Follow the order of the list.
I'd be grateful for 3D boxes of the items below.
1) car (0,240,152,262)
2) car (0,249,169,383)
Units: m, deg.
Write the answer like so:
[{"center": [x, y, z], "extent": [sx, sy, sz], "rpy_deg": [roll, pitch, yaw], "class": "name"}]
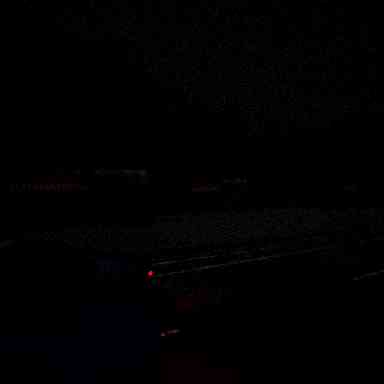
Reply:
[{"center": [-3.172, 1.547, 5.413], "extent": [5.357, 1.411, 2.033], "rpy_deg": [0, 0, -35], "class": "car"}, {"center": [-2.525, 1.480, 1.883], "extent": [5.008, 1.535, 1.882], "rpy_deg": [0, 0, -35], "class": "car"}]
